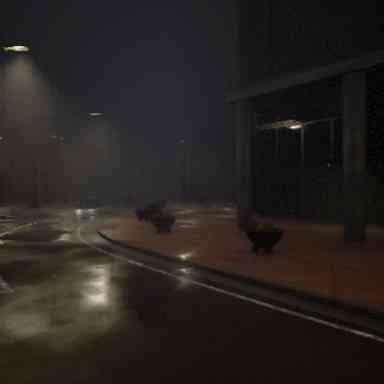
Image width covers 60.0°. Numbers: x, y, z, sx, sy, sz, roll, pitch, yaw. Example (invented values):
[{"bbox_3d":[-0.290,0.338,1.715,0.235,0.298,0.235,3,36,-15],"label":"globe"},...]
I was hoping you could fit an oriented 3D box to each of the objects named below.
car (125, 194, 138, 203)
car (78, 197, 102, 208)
[{"bbox_3d":[-9.958,1.061,54.573,1.837,1.490,4.892,0,1,-8],"label":"car"},{"bbox_3d":[-12.757,1.266,41.636,1.895,1.301,4.718,0,1,-1],"label":"car"}]
